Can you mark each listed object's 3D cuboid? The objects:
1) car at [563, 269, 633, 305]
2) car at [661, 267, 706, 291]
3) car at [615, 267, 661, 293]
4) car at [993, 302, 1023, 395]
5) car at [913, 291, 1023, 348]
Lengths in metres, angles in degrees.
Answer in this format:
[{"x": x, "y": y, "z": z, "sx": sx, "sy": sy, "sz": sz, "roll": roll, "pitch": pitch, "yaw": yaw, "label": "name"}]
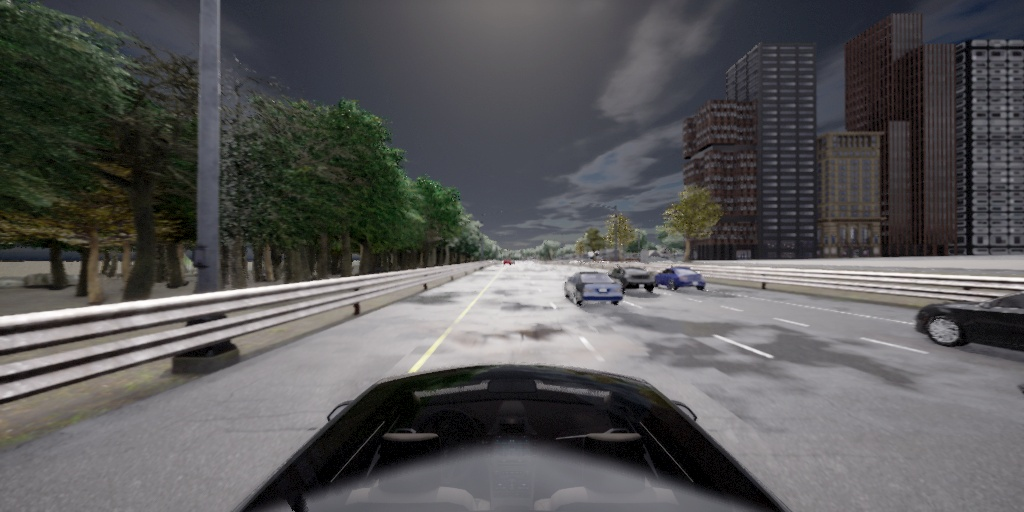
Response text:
[{"x": 3.599, "y": 1.416, "z": 16.698, "sx": 2.033, "sy": 1.411, "sz": 5.357, "roll": 0, "pitch": 0, "yaw": 0, "label": "car"}, {"x": 10.600, "y": 1.438, "z": 23.037, "sx": 1.812, "sy": 1.442, "sz": 4.674, "roll": 0, "pitch": 0, "yaw": 0, "label": "car"}, {"x": 7.101, "y": 1.410, "z": 22.064, "sx": 1.837, "sy": 1.490, "sz": 4.892, "roll": 0, "pitch": 0, "yaw": 0, "label": "car"}, {"x": 7.100, "y": 1.298, "z": 1.826, "sx": 2.033, "sy": 1.411, "sz": 5.357, "roll": 0, "pitch": -1, "yaw": 0, "label": "car"}, {"x": 10.600, "y": 1.296, "z": 6.584, "sx": 1.837, "sy": 1.490, "sz": 4.892, "roll": 0, "pitch": 0, "yaw": 0, "label": "car"}]
